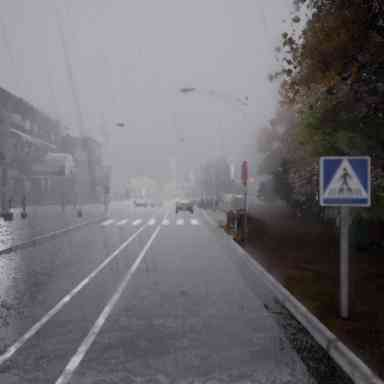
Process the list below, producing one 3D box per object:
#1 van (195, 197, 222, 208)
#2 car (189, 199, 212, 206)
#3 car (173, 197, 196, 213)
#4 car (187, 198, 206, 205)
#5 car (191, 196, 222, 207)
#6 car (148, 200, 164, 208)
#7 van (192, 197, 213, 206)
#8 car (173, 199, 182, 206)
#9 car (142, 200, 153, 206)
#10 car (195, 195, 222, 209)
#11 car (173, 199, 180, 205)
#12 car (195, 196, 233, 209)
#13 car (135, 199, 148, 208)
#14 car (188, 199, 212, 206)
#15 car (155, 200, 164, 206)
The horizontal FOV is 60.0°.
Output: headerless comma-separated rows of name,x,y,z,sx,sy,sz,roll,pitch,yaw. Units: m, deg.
van,3.058,1.877,61.479,4.442,1.987,1.878,1,-2,-23
car,2.053,2.464,76.208,4.792,1.488,2.163,1,-2,-24
car,-0.875,1.555,36.937,1.812,1.442,4.674,0,-1,-2
car,1.222,2.545,88.037,4.553,1.767,2.185,1,-1,-24
car,2.798,1.920,64.394,5.566,2.045,2.435,1,-2,-24
car,-6.575,2.202,61.970,1.994,1.385,4.181,0,-1,-3
van,2.317,2.147,73.296,4.442,1.987,1.878,1,-2,-24
car,-3.525,2.505,80.058,1.882,1.535,5.008,0,-1,-4
car,-10.341,2.524,77.715,2.033,1.411,5.357,0,-1,-4
car,3.716,1.560,49.632,5.566,2.045,2.435,1,-2,-23
car,-4.252,2.633,90.524,1.882,1.535,5.008,0,-1,-4
car,3.486,1.632,52.551,5.566,2.045,2.435,1,-1,-23
car,-9.367,2.114,61.766,1.882,1.535,5.008,0,-1,-3
car,2.015,2.497,79.227,5.366,1.575,1.946,1,-2,-24
car,-7.547,2.580,77.892,1.895,1.301,4.718,0,-1,-4
